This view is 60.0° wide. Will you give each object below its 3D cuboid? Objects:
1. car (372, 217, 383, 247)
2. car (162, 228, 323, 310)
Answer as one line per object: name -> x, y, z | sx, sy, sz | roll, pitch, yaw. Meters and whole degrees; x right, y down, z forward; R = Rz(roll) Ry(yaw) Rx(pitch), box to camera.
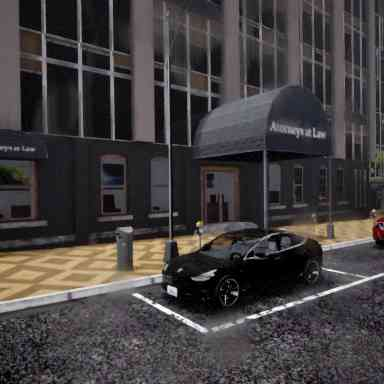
car -> 9.620, 1.310, 14.038 | 5.009, 1.841, 2.192 | 0, -1, -37
car -> 1.348, 1.564, 7.830 | 4.313, 1.339, 1.947 | 0, -1, -37
